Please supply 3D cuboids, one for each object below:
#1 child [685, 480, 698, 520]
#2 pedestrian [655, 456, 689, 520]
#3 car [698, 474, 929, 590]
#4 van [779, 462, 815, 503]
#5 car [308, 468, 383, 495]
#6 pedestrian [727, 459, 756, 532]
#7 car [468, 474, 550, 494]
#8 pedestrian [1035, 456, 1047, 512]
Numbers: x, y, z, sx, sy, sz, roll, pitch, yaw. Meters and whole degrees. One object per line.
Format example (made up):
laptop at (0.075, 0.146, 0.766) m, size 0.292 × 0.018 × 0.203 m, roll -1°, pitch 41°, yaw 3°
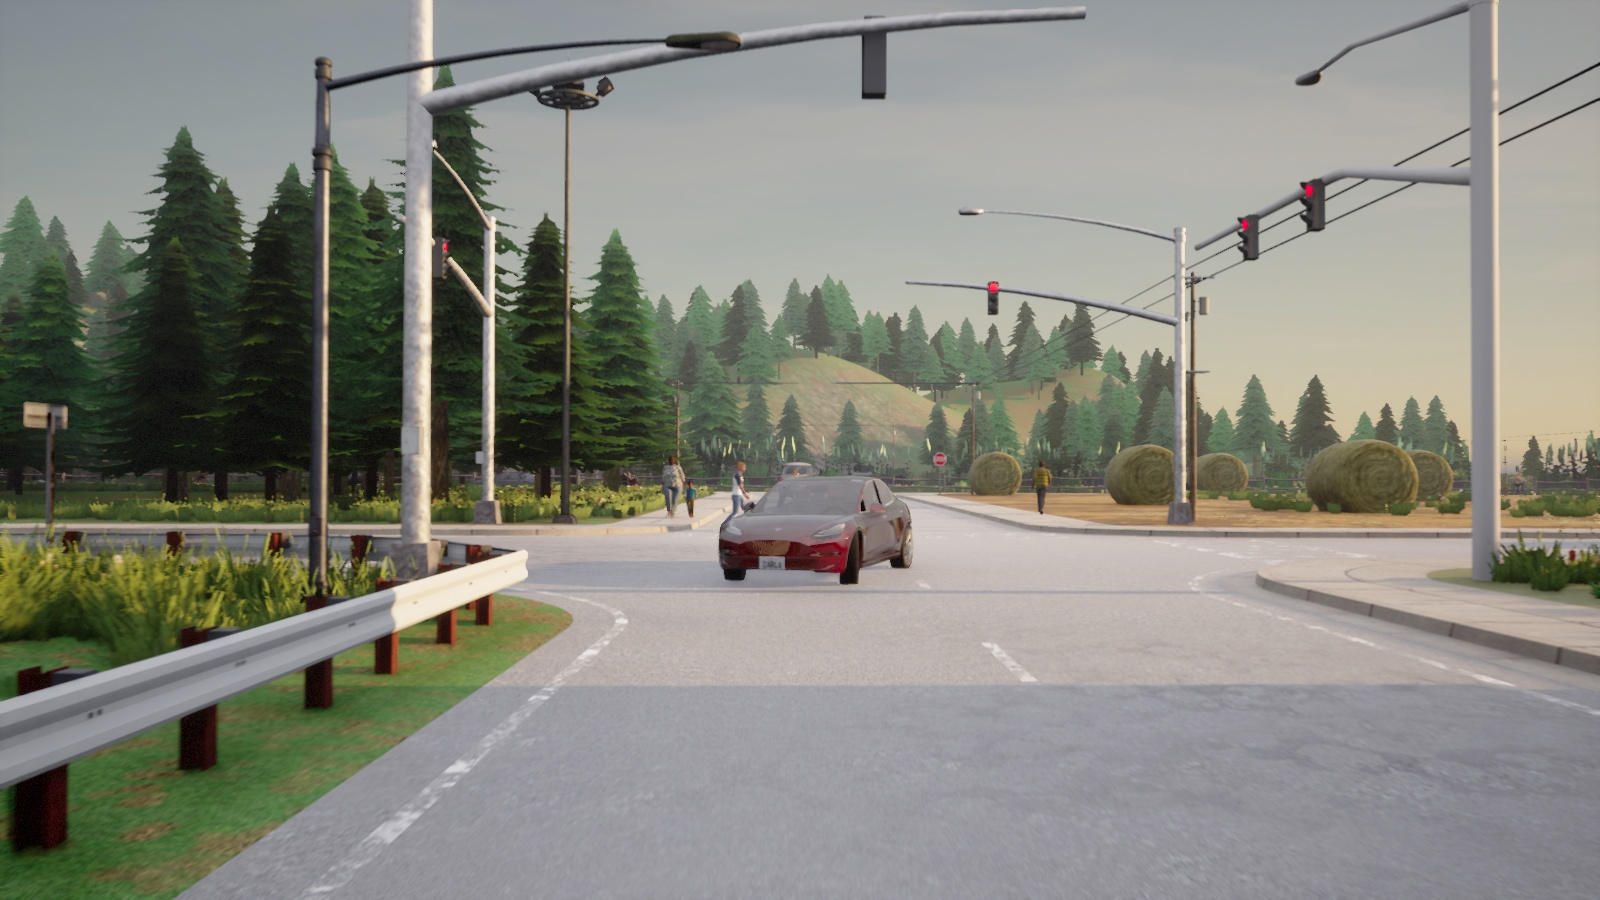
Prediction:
child at (-3.225, 1.490, 37.405) m, size 0.343 × 1.192 × 0.448 m, roll 0°, pitch -1°, yaw 1°
pedestrian at (-3.732, 1.099, 36.625) m, size 0.874 × 1.855 × 0.900 m, roll 0°, pitch -1°, yaw 2°
car at (0.382, 1.121, 18.945) m, size 2.163 × 1.488 × 4.792 m, roll 0°, pitch -1°, yaw 18°
van at (-0.155, 1.631, 63.414) m, size 1.775 × 1.987 × 4.442 m, roll 0°, pitch -1°, yaw 0°
car at (-32.445, 2.239, 89.744) m, size 4.605 × 1.855 × 1.932 m, roll 0°, pitch -1°, yaw 1°
pedestrian at (-1.483, 1.144, 31.917) m, size 0.706 × 1.836 × 0.354 m, roll 0°, pitch -1°, yaw 2°
car at (-20.724, 2.411, 89.529) m, size 5.357 × 1.411 × 2.033 m, roll 0°, pitch -1°, yaw 2°
pedestrian at (8.041, 1.131, 41.927) m, size 0.370 × 1.835 × 0.726 m, roll 0°, pitch -1°, yaw 13°
